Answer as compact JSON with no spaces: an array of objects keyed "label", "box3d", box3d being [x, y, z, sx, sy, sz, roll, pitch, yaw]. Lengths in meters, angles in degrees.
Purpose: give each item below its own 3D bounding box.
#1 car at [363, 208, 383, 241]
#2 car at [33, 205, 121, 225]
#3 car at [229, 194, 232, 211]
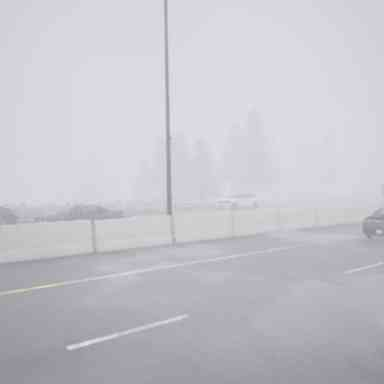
[{"label":"car","box3d":[9.542,1.390,14.842,4.902,1.511,2.128,0,0,-35]},{"label":"car","box3d":[-6.836,1.496,20.608,5.357,1.411,2.033,0,0,-35]},{"label":"car","box3d":[5.430,1.055,37.822,5.566,2.045,2.150,0,0,-35]}]
